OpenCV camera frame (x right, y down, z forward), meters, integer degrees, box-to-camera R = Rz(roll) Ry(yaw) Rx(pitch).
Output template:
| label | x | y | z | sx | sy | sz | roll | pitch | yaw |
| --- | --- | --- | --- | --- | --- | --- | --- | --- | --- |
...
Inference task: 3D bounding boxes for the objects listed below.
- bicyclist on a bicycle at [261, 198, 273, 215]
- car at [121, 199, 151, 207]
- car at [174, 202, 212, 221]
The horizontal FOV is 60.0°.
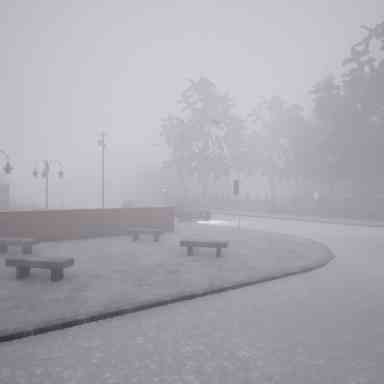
| label | x | y | z | sx | sy | sz | roll | pitch | yaw |
| --- | --- | --- | --- | --- | --- | --- | --- | --- | --- |
| bicyclist on a bicycle | 7.092 | 1.349 | 31.482 | 1.656 | 1.620 | 0.582 | 0 | 0 | -35 |
| car | -6.019 | 1.505 | 35.458 | 1.837 | 1.490 | 4.892 | 0 | 0 | -35 |
| car | -0.249 | 1.564 | 27.323 | 1.994 | 1.385 | 4.181 | 0 | 0 | -35 |
